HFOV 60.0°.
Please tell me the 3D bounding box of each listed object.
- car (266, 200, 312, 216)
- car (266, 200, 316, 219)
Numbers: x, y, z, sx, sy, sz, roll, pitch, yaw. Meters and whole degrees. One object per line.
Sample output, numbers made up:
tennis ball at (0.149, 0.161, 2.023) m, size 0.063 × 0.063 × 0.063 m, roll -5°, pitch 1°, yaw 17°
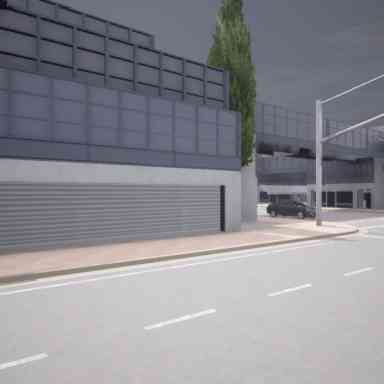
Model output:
car at (9.691, 1.564, 33.481) m, size 1.994 × 1.385 × 4.181 m, roll 0°, pitch 0°, yaw -37°
car at (8.723, 1.505, 28.929) m, size 1.837 × 1.490 × 4.892 m, roll 0°, pitch 0°, yaw -37°
